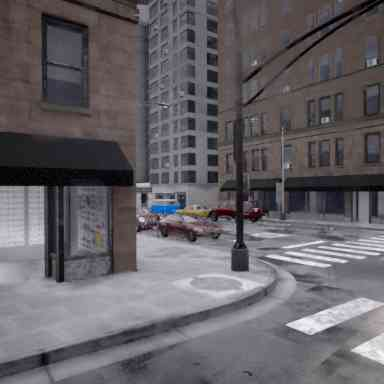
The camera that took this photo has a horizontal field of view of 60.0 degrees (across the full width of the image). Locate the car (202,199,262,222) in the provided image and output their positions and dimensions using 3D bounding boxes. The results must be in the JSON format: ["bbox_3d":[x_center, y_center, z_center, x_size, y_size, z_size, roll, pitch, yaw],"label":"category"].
[{"bbox_3d":[3.456,1.521,27.073,2.192,1.841,5.009,-1,0,-36],"label":"car"}]

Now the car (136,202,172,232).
[{"bbox_3d":[-3.460,1.705,22.093,1.967,1.590,4.097,-1,0,-36],"label":"car"}]

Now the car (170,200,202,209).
[{"bbox_3d":[0.147,1.804,31.679,1.752,1.417,4.829,-1,0,-36],"label":"car"}]

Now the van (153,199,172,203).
[{"bbox_3d":[-2.973,1.688,36.009,1.690,1.788,3.998,-1,0,-36],"label":"van"}]

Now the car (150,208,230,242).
[{"bbox_3d":[-0.242,1.778,17.626,1.802,1.307,4.206,-1,0,-36],"label":"car"}]
